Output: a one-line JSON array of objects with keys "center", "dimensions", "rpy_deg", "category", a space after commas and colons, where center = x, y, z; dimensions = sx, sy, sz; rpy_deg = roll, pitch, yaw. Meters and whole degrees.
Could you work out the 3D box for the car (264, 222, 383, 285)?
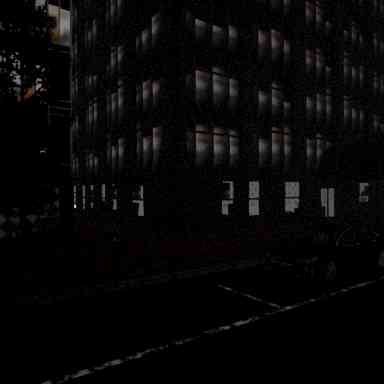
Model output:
[{"center": [3.926, 1.549, 9.396], "dimensions": [4.403, 1.369, 2.008], "rpy_deg": [0, -1, -36], "category": "car"}]
